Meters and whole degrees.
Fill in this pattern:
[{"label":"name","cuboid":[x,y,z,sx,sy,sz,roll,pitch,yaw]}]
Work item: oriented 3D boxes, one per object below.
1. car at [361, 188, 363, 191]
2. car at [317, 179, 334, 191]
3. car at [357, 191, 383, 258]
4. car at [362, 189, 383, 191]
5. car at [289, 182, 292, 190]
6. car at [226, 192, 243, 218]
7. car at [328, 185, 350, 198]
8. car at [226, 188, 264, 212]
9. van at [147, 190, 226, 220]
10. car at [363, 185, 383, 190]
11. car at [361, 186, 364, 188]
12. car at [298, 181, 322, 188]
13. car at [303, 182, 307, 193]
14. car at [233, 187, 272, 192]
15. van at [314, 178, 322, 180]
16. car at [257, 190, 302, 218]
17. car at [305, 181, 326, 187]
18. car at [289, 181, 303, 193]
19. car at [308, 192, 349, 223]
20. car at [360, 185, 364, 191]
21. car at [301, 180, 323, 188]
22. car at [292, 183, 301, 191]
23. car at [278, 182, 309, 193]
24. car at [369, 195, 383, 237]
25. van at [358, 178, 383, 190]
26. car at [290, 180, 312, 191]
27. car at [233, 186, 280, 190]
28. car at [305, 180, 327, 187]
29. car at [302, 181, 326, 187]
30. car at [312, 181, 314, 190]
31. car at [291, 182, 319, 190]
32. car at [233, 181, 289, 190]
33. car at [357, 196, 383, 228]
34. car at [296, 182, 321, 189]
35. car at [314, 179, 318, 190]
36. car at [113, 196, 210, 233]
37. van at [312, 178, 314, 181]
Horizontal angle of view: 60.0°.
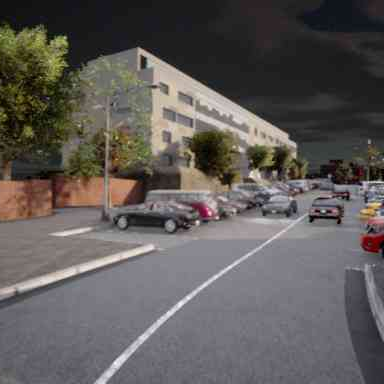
[{"label":"car","cuboid":[17.132,0.607,27.991,4.792,1.488,2.163,1,3,26]},{"label":"car","cuboid":[24.413,-1.045,60.065,2.097,1.767,4.553,1,3,27]},{"label":"car","cuboid":[7.994,1.155,9.682,5.566,2.045,2.435,1,2,26]},{"label":"car","cuboid":[14.559,0.833,22.852,4.892,1.521,2.231,1,3,26]},{"label":"car","cuboid":[9.175,0.001,39.829,4.553,1.767,2.185,1,3,26]},{"label":"car","cuboid":[0.577,0.986,22.434,4.892,1.521,2.231,1,3,26]},{"label":"car","cuboid":[17.195,0.230,38.490,1.895,1.301,4.718,1,3,26]},{"label":"car","cuboid":[3.011,0.745,27.316,4.892,1.521,2.231,1,3,26]},{"label":"van","cuboid":[-0.555,0.878,19.869,4.442,1.987,1.878,1,2,26]},{"label":"car","cuboid":[15.829,0.582,25.353,4.553,1.767,2.185,1,3,26]},{"label":"car","cuboid":[18.408,0.488,30.636,4.674,1.452,2.002,1,3,26]},{"label":"car","cuboid":[26.623,-1.604,74.936,4.892,1.521,2.231,1,3,26]},{"label":"car","cuboid":[14.193,-0.343,49.948,4.792,1.488,2.163,1,3,26]},{"label":"car","cuboid":[4.295,0.616,29.934,4.892,1.521,2.231,1,3,26]},{"label":"van","cuboid":[24.240,-1.583,69.875,4.442,1.987,1.878,1,3,26]},{"label":"car","cuboid":[6.366,0.912,23.852,1.812,1.442,4.674,1,3,26]},{"label":"car","cuboid":[31.551,-2.070,84.953,4.792,1.488,2.163,1,3,26]},{"label":"car","cuboid":[12.950,-0.374,47.442,4.553,1.767,2.185,1,3,26]},{"label":"car","cuboid":[8.546,1.037,21.058,2.033,1.411,5.357,1,3,26]},{"label":"car","cuboid":[19.767,0.352,33.377,4.674,1.452,2.002,1,3,26]},{"label":"car","cuboid":[27.884,-1.854,77.417,4.553,1.767,2.185,1,3,26]},{"label":"car","cuboid":[11.766,-0.095,44.919,4.792,1.488,2.163,1,3,26]},{"label":"car","cuboid":[16.725,-0.744,54.916,4.553,1.767,2.185,1,3,26]},{"label":"car","cuboid":[10.555,1.096,14.857,4.553,1.767,2.185,1,3,26]},{"label":"van","cuboid":[40.372,-1.952,74.655,4.442,1.987,1.878,1,3,26]},{"label":"car","cuboid":[15.431,-0.747,52.434,5.566,2.045,2.435,1,3,26]},{"label":"car","cuboid":[5.545,0.491,32.428,5.008,1.535,2.097,1,3,26]},{"label":"car","cuboid":[32.650,-2.227,87.522,5.366,1.575,1.946,1,3,26]},{"label":"car","cuboid":[30.171,-1.981,82.521,5.366,1.575,1.946,1,3,26]},{"label":"car","cuboid":[17.913,-0.713,57.447,4.792,1.488,2.163,1,3,26]},{"label":"car","cuboid":[22.847,-1.230,67.323,5.008,1.535,2.097,1,3,26]},{"label":"car","cuboid":[6.803,0.117,34.908,5.566,2.045,2.435,1,3,26]},{"label":"car","cuboid":[11.724,1.091,17.564,5.366,1.575,1.946,1,3,26]},{"label":"car","cuboid":[25.372,-1.481,72.440,4.892,1.521,2.231,1,3,26]},{"label":"car","cuboid":[21.629,-1.238,64.943,4.553,1.767,2.185,1,3,26]},{"label":"car","cuboid":[-1.899,1.200,17.413,4.892,1.521,2.231,1,2,26]},{"label":"van","cuboid":[19.072,-1.092,59.977,4.442,1.987,1.878,1,3,26]}]
